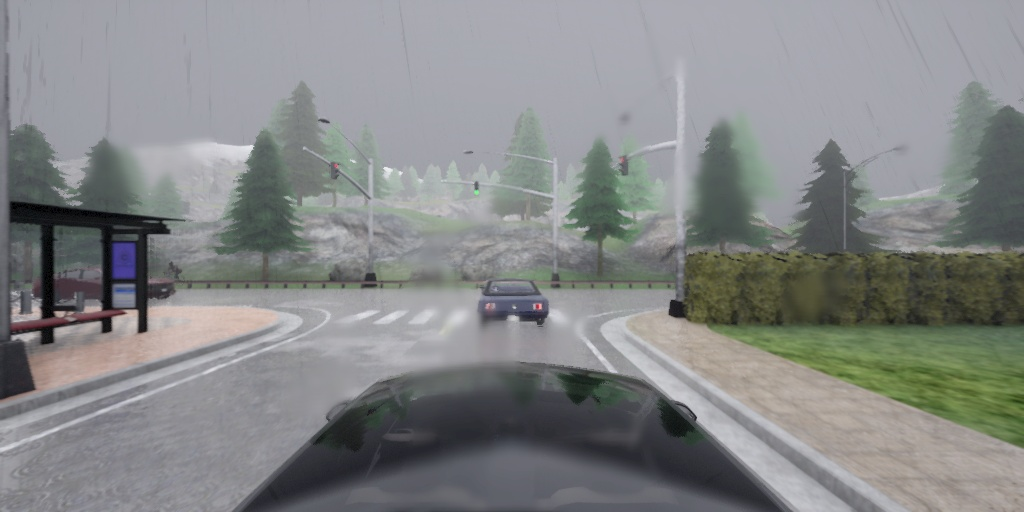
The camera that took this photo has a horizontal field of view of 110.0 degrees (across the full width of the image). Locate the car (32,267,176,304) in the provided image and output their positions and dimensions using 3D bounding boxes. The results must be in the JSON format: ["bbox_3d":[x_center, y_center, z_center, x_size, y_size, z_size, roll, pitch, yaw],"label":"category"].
[{"bbox_3d":[-17.790,1.232,15.800,5.008,1.535,1.882,0,0,0],"label":"car"}]

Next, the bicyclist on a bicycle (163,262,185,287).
[{"bbox_3d":[-21.659,1.202,22.923,0.582,1.620,1.656,0,0,0],"label":"bicyclist on a bicycle"}]

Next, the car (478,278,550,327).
[{"bbox_3d":[-0.112,1.346,11.496,1.895,1.301,4.718,0,0,-5],"label":"car"}]
